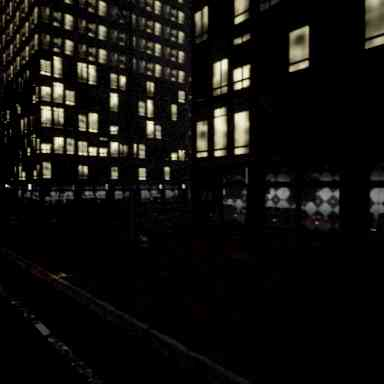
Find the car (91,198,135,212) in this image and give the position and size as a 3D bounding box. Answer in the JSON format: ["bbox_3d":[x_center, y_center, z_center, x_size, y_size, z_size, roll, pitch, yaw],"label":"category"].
[{"bbox_3d":[-9.251,1.482,39.214,4.829,1.417,1.752,0,1,-40],"label":"car"}]

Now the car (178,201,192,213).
[{"bbox_3d":[0.712,1.549,36.610,4.829,1.417,1.752,0,1,-40],"label":"car"}]

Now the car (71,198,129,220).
[{"bbox_3d":[-8.082,1.414,29.276,5.009,1.841,2.192,0,1,-40],"label":"car"}]
